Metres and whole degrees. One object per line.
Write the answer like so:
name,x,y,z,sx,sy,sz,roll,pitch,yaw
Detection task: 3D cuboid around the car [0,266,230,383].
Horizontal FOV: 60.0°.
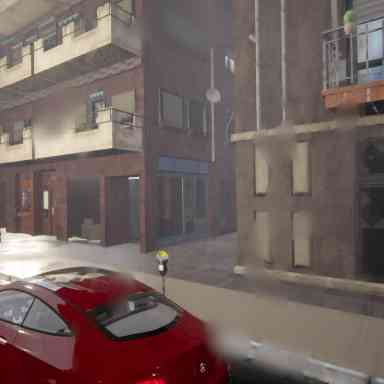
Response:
car,-1.566,1.583,3.970,4.206,1.307,1.802,0,-1,36
